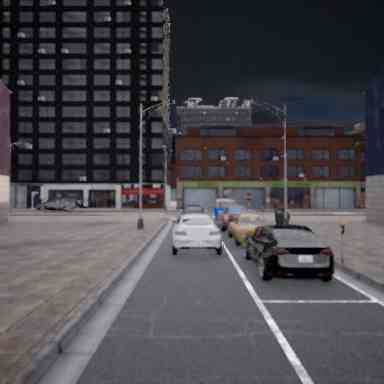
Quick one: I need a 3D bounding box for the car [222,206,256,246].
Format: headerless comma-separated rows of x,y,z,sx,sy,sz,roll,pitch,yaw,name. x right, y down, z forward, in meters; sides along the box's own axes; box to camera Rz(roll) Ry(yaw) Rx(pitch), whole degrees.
2.641,1.585,15.451,1.752,1.417,4.829,0,0,0,car

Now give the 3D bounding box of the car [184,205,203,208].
0.110,1.650,24.942,2.033,1.411,5.357,0,0,1,car

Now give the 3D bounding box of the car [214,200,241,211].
2.642,1.524,20.755,1.967,1.590,4.097,0,0,0,car

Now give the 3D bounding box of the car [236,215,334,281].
2.641,1.601,9.807,1.947,1.339,4.313,0,0,0,car

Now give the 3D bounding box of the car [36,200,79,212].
-16.042,1.652,39.724,4.902,1.511,2.128,0,-1,-1,car

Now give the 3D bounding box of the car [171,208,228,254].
0.142,1.578,13.571,1.812,1.442,4.674,0,-1,-2,car
